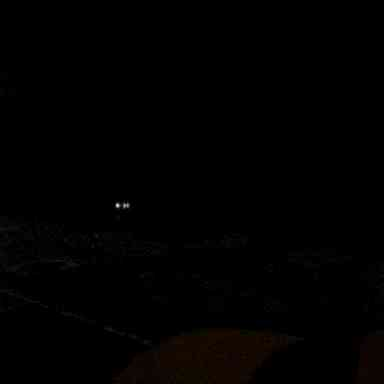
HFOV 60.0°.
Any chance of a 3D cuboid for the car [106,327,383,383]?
[{"bbox_3d":[1.439,1.525,2.056,4.829,1.417,1.752,0,0,36],"label":"car"}]
